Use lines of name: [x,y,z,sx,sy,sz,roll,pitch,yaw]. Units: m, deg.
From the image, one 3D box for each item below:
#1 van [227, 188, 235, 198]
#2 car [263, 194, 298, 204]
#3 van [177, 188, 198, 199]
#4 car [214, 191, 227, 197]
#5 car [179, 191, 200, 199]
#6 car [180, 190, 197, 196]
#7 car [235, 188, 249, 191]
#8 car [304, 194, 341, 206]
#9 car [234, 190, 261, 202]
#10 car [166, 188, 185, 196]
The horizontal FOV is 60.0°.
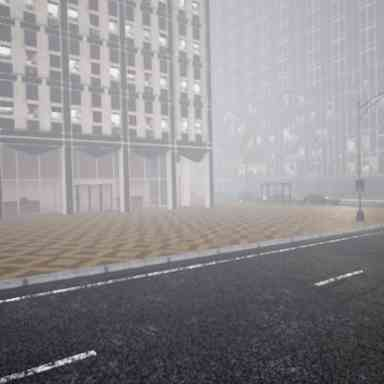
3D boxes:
van: [8.999,0.197,62.104,1.690,1.788,3.998,-2,1,-35]
car: [11.788,0.861,43.272,1.802,1.307,4.206,-2,1,-35]
van: [-1.124,0.404,61.978,1.690,1.788,3.998,-2,1,-35]
car: [5.752,0.383,66.771,1.802,1.307,4.206,-2,1,-35]
car: [-0.624,0.522,65.957,1.812,1.442,4.674,-2,2,-35]
car: [-0.750,0.274,76.096,1.802,1.307,4.206,-2,1,-35]
car: [9.354,0.471,51.481,2.097,1.767,4.553,-2,2,-35]
car: [15.025,0.899,38.597,1.947,1.339,4.313,-2,1,-35]
car: [8.585,0.791,47.966,1.947,1.339,4.313,-2,1,-35]
car: [-4.004,-0.048,80.752,2.192,1.841,5.009,-2,1,-35]
